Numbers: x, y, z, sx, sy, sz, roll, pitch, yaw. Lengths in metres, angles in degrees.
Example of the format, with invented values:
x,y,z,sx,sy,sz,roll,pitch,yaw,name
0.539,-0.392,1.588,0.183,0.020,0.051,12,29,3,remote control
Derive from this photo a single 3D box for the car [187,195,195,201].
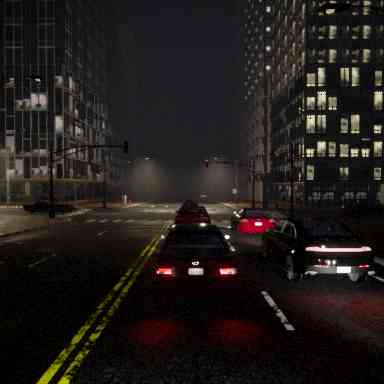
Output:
x,y,z,sx,sy,sz,roll,pitch,yaw,name
-0.193,1.442,81.828,1.812,1.442,4.674,0,0,0,car

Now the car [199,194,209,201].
x,y,z,sx,sy,sz,roll,pitch,yaw,name
3.057,1.513,81.449,1.895,1.301,4.718,0,0,0,car

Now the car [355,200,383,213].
x,y,z,sx,sy,sz,roll,pitch,yaw,name
21.719,1.642,38.545,4.829,1.417,1.752,1,0,1,car

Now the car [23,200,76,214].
x,y,z,sx,sy,sz,roll,pitch,yaw,name
-14.191,1.490,33.411,4.718,1.301,1.895,0,1,-1,car

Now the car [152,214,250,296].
x,y,z,sx,sy,sz,roll,pitch,yaw,name
0.081,1.544,8.779,2.033,1.411,5.357,0,0,0,car

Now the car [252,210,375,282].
x,y,z,sx,sy,sz,roll,pitch,yaw,name
3.326,1.487,9.694,2.128,1.511,4.902,0,0,0,car

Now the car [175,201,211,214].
x,y,z,sx,sy,sz,roll,pitch,yaw,name
0.061,1.468,18.599,1.882,1.535,5.008,0,0,1,car

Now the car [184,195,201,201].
x,y,z,sx,sy,sz,roll,pitch,yaw,name
-0.198,1.535,46.384,1.994,1.385,4.181,0,0,3,car

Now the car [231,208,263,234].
x,y,z,sx,sy,sz,roll,pitch,yaw,name
3.306,1.554,18.494,1.994,1.385,4.181,0,0,0,car

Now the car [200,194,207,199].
x,y,z,sx,sy,sz,roll,pitch,yaw,name
3.033,1.266,91.421,1.812,1.442,4.674,0,0,0,car

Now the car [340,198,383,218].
x,y,z,sx,sy,sz,roll,pitch,yaw,name
16.130,1.519,30.245,5.009,1.841,2.192,1,0,1,car
